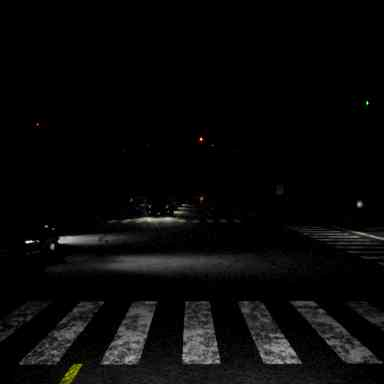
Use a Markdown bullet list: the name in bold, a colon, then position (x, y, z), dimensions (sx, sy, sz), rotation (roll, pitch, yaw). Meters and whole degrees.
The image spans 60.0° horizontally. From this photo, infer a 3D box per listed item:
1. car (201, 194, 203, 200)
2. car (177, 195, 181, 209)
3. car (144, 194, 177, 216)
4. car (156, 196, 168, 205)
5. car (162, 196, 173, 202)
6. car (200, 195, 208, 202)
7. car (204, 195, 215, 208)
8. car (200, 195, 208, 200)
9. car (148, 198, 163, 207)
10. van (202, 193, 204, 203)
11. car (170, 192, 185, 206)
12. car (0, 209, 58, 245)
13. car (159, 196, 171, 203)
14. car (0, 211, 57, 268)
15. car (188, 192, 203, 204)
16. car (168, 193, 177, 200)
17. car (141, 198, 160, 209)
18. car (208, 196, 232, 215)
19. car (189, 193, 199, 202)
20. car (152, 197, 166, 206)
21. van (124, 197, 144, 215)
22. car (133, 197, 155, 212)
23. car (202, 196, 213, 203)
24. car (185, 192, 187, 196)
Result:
- **car**: position (3.087, 1.527, 61.870), dimensions (1.752, 1.417, 4.829), rotation (0, 0, 0)
- **car**: position (-2.815, 1.481, 42.045), dimensions (1.882, 1.535, 5.008), rotation (0, 0, 1)
- **car**: position (-2.925, 1.354, 32.108), dimensions (2.097, 1.767, 4.553), rotation (0, 0, 2)
- **car**: position (-5.441, 1.527, 61.582), dimensions (1.752, 1.417, 4.829), rotation (0, 0, 0)
- **car**: position (-5.362, 1.543, 73.088), dimensions (1.887, 1.381, 4.507), rotation (0, 0, 0)
- **car**: position (2.890, 1.453, 79.541), dimensions (1.801, 1.575, 5.366), rotation (0, 0, 0)
- **car**: position (2.969, 1.443, 44.693), dimensions (1.967, 1.590, 4.097), rotation (0, 0, 0)
- **car**: position (3.280, 1.558, 90.047), dimensions (1.947, 1.339, 4.313), rotation (0, 0, 0)
- **car**: position (-5.518, 1.585, 50.416), dimensions (1.802, 1.307, 4.206), rotation (0, 0, 0)
- **van**: position (3.046, 1.344, 56.031), dimensions (1.690, 1.788, 3.998), rotation (0, 0, 0)
- **car**: position (-2.741, 1.225, 52.172), dimensions (2.150, 2.045, 5.566), rotation (0, 0, 1)
- **car**: position (-8.445, 1.553, 15.055), dimensions (4.181, 1.385, 1.994), rotation (0, 0, -16)
- **car**: position (-5.401, 1.566, 67.420), dimensions (1.947, 1.339, 4.313), rotation (0, 0, 0)
- **car**: position (-6.921, 1.488, 10.649), dimensions (4.902, 1.511, 2.128), rotation (0, 0, 0)
- **car**: position (0.430, 1.223, 63.379), dimensions (2.150, 2.045, 5.566), rotation (0, 0, 0)
- **car**: position (-5.246, 1.307, 90.093), dimensions (2.192, 1.841, 5.009), rotation (0, 0, 0)
- **car**: position (-5.556, 1.569, 44.747), dimensions (1.947, 1.339, 4.313), rotation (0, 0, 0)
- **car**: position (2.891, 1.442, 33.355), dimensions (1.967, 1.590, 4.097), rotation (0, 0, 0)
- **car**: position (0.501, 1.186, 73.739), dimensions (2.097, 1.767, 4.553), rotation (0, 0, 0)
- **car**: position (-5.479, 1.569, 56.084), dimensions (1.947, 1.339, 4.313), rotation (0, 0, 0)
- **van**: position (-5.635, 1.343, 33.411), dimensions (1.690, 1.788, 3.998), rotation (0, 0, 0)
- **car**: position (-5.596, 1.443, 39.079), dimensions (1.967, 1.590, 4.097), rotation (0, 0, 0)
- **car**: position (3.124, 1.551, 67.370), dimensions (2.008, 1.369, 4.403), rotation (0, 0, 0)
- **car**: position (-2.629, 1.354, 62.398), dimensions (2.097, 1.767, 4.553), rotation (0, 0, 1)
